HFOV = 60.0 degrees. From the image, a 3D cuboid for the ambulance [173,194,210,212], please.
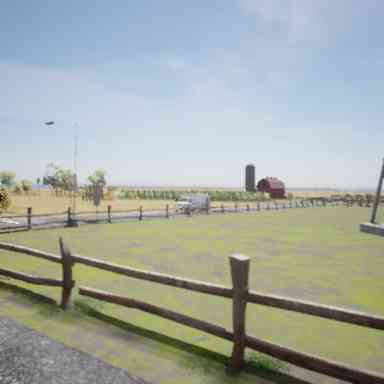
[{"bbox_3d":[-0.031,1.504,46.269,2.351,2.431,6.366,1,0,35],"label":"ambulance"}]
